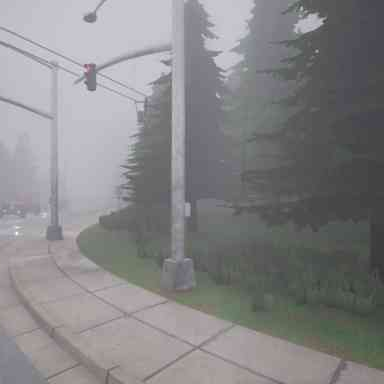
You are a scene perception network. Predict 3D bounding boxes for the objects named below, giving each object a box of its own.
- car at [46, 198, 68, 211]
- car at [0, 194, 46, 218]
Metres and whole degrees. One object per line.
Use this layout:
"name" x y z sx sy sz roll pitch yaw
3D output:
"car" -16.566 1.491 40.568 2.128 1.511 4.902 0 0 -5
"car" -15.617 1.221 30.244 2.150 2.045 5.566 0 0 -5
